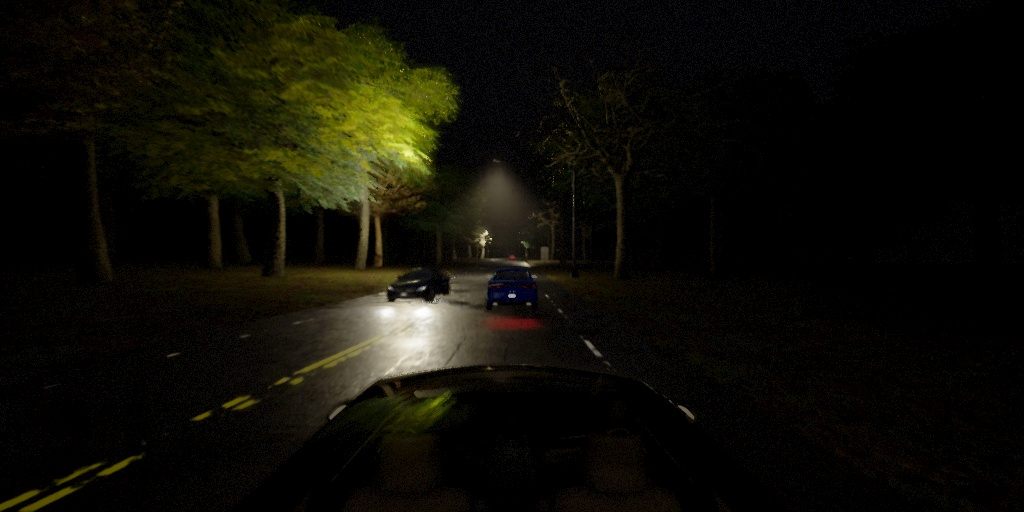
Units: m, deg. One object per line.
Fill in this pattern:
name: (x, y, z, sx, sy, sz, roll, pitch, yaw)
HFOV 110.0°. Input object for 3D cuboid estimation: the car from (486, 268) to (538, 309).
car: (0.000, 1.227, 14.911, 1.882, 1.535, 5.008, 0, 0, 0)

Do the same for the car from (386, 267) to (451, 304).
car: (-4.145, 1.273, 16.673, 1.812, 1.442, 4.674, 0, 0, 5)
